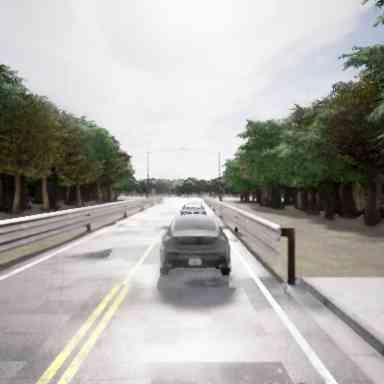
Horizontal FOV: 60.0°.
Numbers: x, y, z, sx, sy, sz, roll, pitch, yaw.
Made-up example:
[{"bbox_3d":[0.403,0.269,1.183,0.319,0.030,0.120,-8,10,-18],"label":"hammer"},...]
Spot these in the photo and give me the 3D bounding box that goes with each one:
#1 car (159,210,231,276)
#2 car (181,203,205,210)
[{"bbox_3d":[0.086,1.451,10.183,1.837,1.490,4.892,0,-1,0],"label":"car"},{"bbox_3d":[0.091,1.482,25.402,1.895,1.301,4.718,0,0,0],"label":"car"}]
